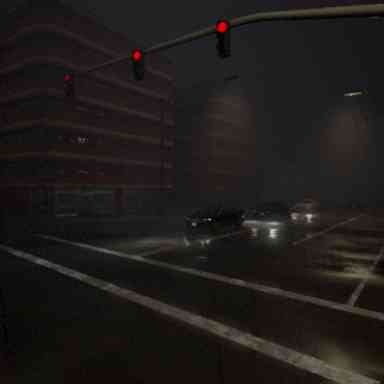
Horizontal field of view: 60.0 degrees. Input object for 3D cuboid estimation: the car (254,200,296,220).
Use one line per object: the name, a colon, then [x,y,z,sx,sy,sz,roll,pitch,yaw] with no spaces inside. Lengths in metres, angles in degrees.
car: [6.788,1.477,27.749,1.837,1.490,4.892,0,0,34]

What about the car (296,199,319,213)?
car: [12.470,1.494,36.098,1.812,1.442,4.674,0,0,35]

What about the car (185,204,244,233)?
car: [1.469,1.468,19.922,2.128,1.511,4.902,0,0,34]

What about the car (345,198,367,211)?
car: [20.270,1.500,41.007,1.812,1.442,4.674,0,0,34]
